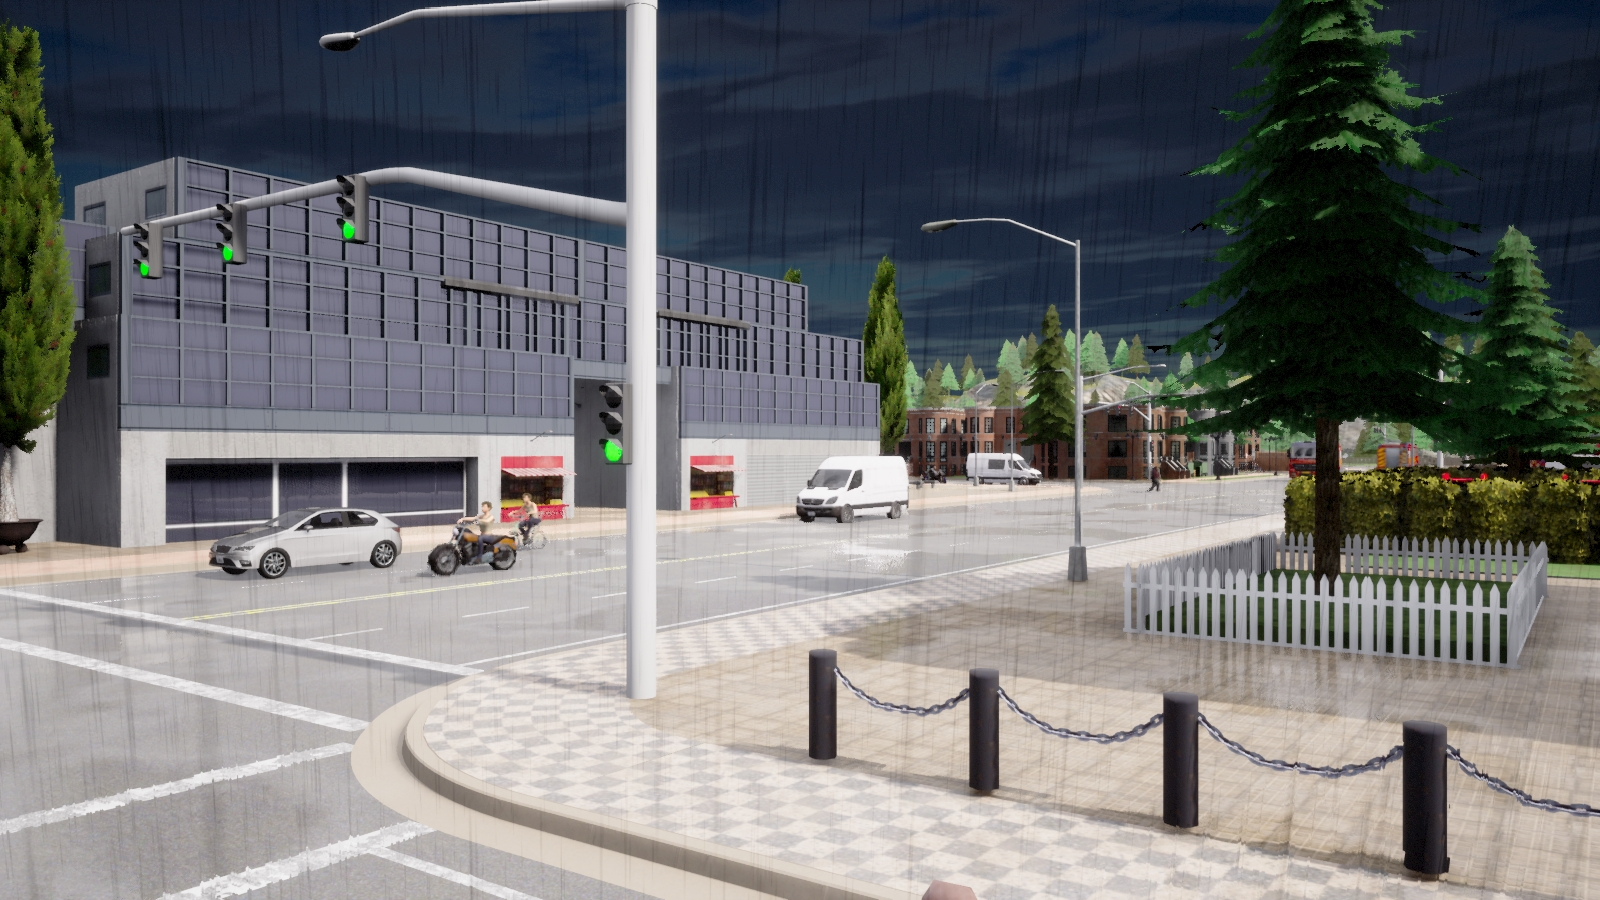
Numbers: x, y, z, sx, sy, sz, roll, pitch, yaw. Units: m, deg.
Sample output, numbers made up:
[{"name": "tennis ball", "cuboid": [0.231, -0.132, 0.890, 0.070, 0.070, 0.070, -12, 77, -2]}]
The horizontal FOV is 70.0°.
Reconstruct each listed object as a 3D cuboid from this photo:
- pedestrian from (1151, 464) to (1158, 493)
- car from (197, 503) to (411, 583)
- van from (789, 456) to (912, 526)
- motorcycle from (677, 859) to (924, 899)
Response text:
[{"name": "pedestrian", "cuboid": [23.064, 1.848, 74.307, 0.375, 1.860, 0.375, 0, 0, 31]}, {"name": "car", "cuboid": [-11.323, 2.066, 26.349, 1.816, 1.474, 4.193, 0, 0, 35]}, {"name": "van", "cuboid": [2.115, 1.535, 45.419, 1.988, 2.561, 5.915, 0, 0, 35]}, {"name": "motorcycle", "cuboid": [0.509, 2.205, 3.428, 2.209, 1.251, 0.867, 0, 0, 35]}]
